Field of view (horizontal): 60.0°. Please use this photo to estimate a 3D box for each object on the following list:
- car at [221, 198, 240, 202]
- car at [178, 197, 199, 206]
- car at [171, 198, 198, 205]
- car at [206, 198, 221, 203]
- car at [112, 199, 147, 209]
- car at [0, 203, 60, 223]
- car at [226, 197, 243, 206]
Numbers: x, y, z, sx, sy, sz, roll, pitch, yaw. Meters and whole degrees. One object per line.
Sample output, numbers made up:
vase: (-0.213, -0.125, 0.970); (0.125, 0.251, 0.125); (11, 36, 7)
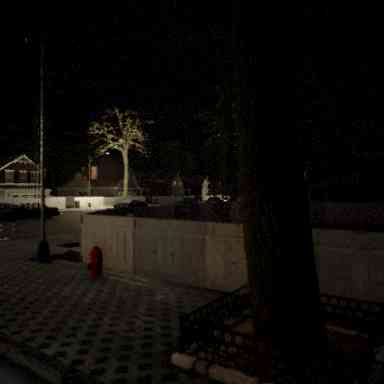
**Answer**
car: (6.692, 1.660, 50.449); (2.033, 1.411, 5.357); (0, 0, 26)
car: (-0.523, 1.697, 58.040); (1.812, 1.442, 4.674); (0, 0, 25)
car: (-1.187, 1.672, 49.403); (2.033, 1.411, 5.357); (0, 0, 27)
car: (3.638, 1.627, 51.555); (1.837, 1.490, 4.892); (0, 0, 24)
car: (-7.985, 1.667, 43.212); (2.033, 1.411, 5.357); (0, 0, 27)
car: (-13.271, 1.618, 26.619); (2.033, 1.411, 5.357); (0, 0, 30)
car: (7.815, 1.708, 60.579); (1.994, 1.385, 4.181); (0, 0, 24)
